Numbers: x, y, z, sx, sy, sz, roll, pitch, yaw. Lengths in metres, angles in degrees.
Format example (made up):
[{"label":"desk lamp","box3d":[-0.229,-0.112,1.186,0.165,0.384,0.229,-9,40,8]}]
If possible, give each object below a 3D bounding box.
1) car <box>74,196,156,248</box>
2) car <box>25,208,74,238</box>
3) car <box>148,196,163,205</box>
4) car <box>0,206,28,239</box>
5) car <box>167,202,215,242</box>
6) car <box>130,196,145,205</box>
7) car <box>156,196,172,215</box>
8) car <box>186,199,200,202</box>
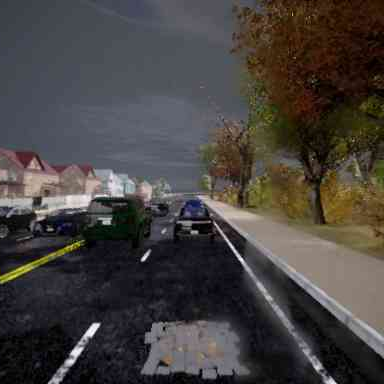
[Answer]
[{"label":"car","box3d":[-3.144,1.218,14.941,2.150,2.045,5.566,0,0,0]},{"label":"car","box3d":[-6.591,1.561,17.436,1.994,1.385,4.181,0,0,0]},{"label":"car","box3d":[-6.474,1.475,59.560,2.033,1.411,5.357,0,0,0]},{"label":"car","box3d":[-9.841,1.488,17.345,2.128,1.511,4.902,0,0,0]},{"label":"car","box3d":[0.106,1.489,16.491,2.128,1.511,4.902,0,0,0]},{"label":"car","box3d":[-9.724,1.460,59.561,1.812,1.442,4.674,0,0,0]},{"label":"car","box3d":[-3.136,1.490,33.140,2.128,1.511,4.902,0,0,0]},{"label":"car","box3d":[0.115,1.477,34.894,1.882,1.535,5.008,0,0,0]}]
